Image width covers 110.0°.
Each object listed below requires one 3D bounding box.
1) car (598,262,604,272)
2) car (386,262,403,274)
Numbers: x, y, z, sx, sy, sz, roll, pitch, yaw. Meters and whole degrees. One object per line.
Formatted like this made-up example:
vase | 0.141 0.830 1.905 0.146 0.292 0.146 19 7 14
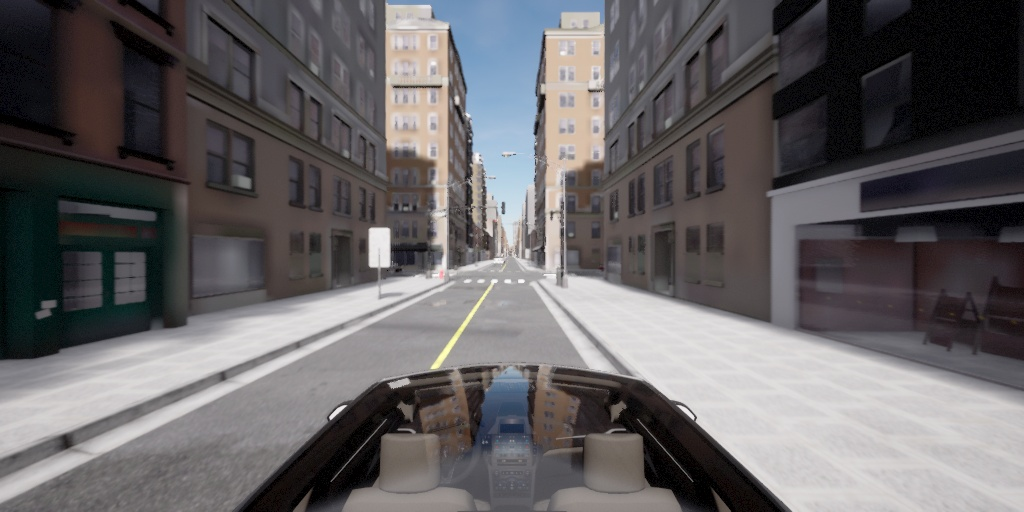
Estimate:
car | 12.344 0.998 40.571 5.009 1.841 2.192 0 0 0
car | -14.539 1.274 40.606 4.313 1.339 1.948 0 0 0
